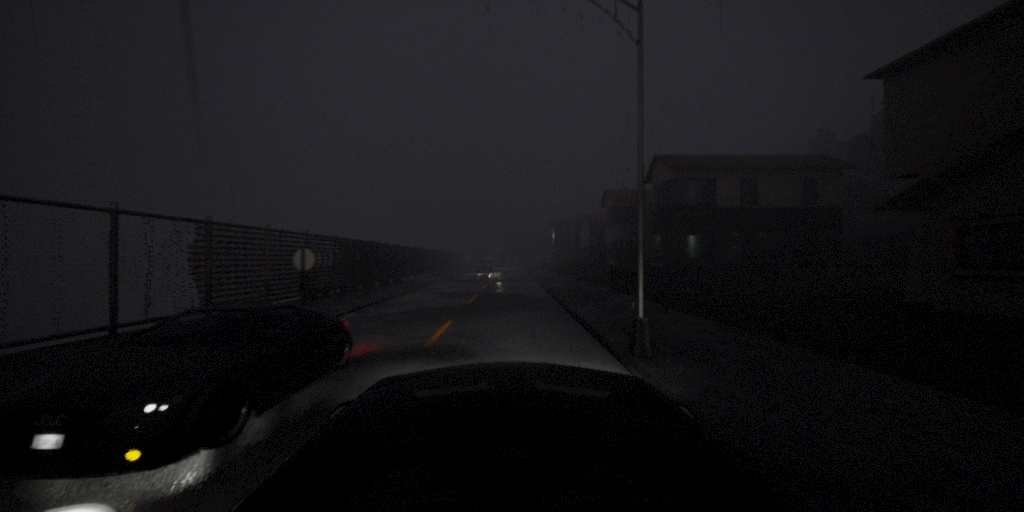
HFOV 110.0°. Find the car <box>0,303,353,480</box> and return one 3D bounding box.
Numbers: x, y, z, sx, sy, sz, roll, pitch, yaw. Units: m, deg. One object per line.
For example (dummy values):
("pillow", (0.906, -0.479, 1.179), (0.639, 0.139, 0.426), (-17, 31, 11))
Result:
("car", (-4.001, 1.405, 5.082), (1.994, 1.385, 4.181), (0, 0, 0))

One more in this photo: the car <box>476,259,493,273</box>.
("car", (-4.008, 1.462, 52.509), (2.150, 2.045, 5.566), (0, 0, 0))
